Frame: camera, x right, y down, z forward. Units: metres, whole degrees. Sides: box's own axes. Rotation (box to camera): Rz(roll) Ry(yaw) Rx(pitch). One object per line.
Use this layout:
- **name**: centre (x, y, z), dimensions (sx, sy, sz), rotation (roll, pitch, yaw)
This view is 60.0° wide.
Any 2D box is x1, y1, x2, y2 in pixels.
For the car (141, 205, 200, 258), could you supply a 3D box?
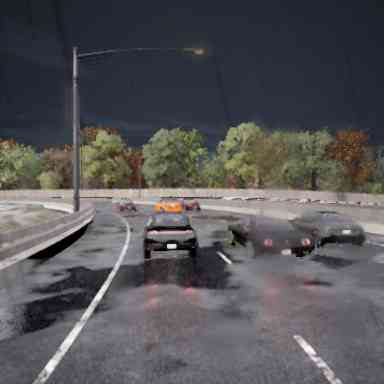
- **car**: centre (-0.936, 1.503, 12.937), dimensions (2.128, 1.511, 4.902), rotation (0, 0, -7)

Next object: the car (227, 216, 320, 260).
- **car**: centre (2.672, 1.588, 12.516), dimensions (1.895, 1.301, 4.718), rotation (0, 0, -7)

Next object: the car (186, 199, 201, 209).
- **car**: centre (-0.460, 1.541, 39.725), dimensions (1.812, 1.442, 4.674), rotation (0, 0, -21)

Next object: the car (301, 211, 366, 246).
- **car**: centre (5.834, 1.533, 15.077), dimensions (1.994, 1.385, 4.181), rotation (0, 0, -7)

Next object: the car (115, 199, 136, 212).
- **car**: centre (-7.933, 1.588, 39.646), dimensions (1.812, 1.442, 4.674), rotation (0, 0, -22)

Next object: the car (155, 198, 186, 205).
- **car**: centre (-2.586, 1.379, 35.231), dimensions (2.097, 1.767, 4.553), rotation (0, 0, -19)
